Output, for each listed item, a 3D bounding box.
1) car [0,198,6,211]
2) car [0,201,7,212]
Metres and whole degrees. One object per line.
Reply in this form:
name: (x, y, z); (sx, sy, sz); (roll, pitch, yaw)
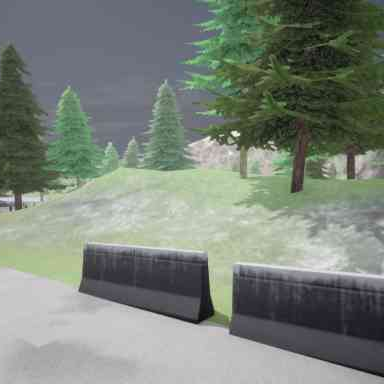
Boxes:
car: (-23.702, 1.456, 37.650); (1.994, 1.385, 4.181); (0, 0, 44)
car: (-21.883, 1.398, 34.442); (2.128, 1.511, 4.902); (0, 0, 42)
